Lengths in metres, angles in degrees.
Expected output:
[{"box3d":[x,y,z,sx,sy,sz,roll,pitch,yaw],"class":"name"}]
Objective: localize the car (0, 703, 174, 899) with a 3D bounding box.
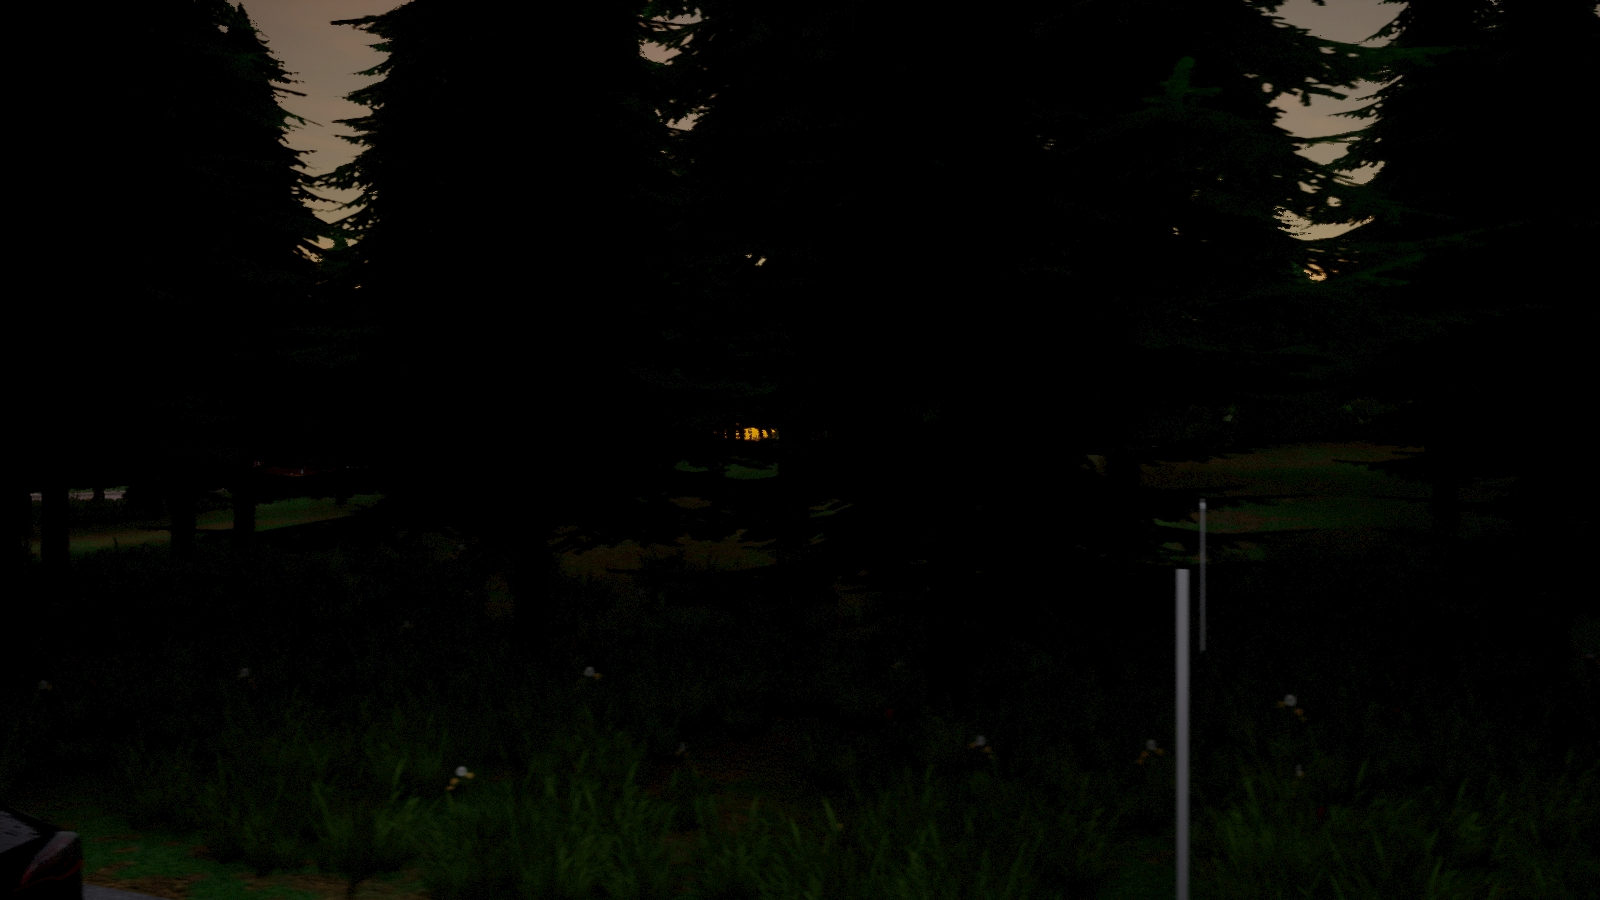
[{"box3d":[-5.651,2.060,5.327,4.792,1.488,2.163,0,0,20],"class":"car"}]
